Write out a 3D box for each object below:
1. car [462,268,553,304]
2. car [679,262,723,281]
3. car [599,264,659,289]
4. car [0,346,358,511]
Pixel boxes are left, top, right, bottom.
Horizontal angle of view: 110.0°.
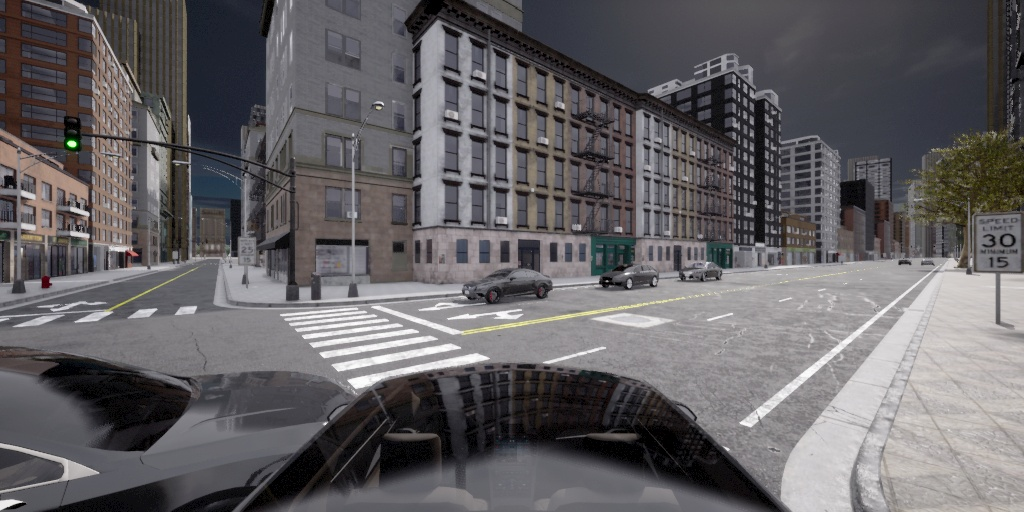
[{"bbox_3d":[-0.102,1.286,16.714,4.674,1.442,1.812,0,0,-39],"label":"car"},{"bbox_3d":[15.551,1.235,29.469,4.902,1.511,2.128,0,0,-39],"label":"car"},{"bbox_3d":[7.566,1.258,22.968,4.892,1.490,1.837,0,0,-39],"label":"car"},{"bbox_3d":[-3.228,1.257,1.730,4.892,1.490,1.837,0,0,-35],"label":"car"}]
